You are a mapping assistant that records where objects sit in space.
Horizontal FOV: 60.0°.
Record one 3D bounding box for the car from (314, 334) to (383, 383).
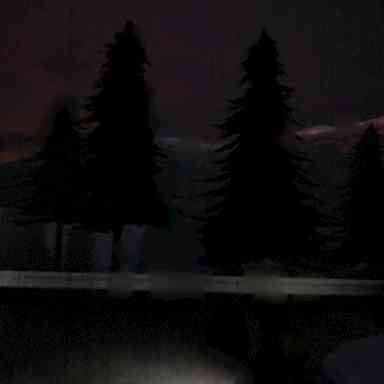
[{"bbox_3d":[3.510,1.728,2.867,4.674,1.442,1.812,2,-2,-2],"label":"car"}]
